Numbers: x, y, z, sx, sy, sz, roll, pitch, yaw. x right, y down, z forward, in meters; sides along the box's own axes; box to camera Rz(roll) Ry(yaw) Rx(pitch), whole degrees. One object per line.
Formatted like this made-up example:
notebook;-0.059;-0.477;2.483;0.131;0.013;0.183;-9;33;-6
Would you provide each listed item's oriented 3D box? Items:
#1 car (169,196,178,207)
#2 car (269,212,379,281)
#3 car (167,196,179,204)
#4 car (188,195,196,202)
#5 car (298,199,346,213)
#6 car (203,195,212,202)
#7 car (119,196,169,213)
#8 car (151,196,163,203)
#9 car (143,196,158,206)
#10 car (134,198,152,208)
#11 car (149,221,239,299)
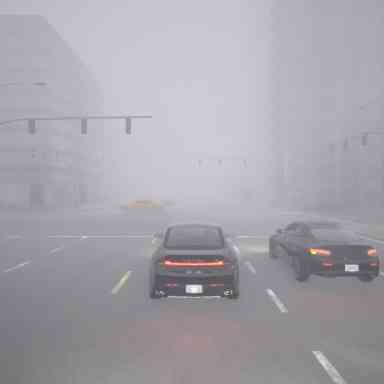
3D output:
car;-3.568;1.477;52.546;1.882;1.535;5.008;0;0;0
car;3.564;1.526;9.693;1.812;1.442;4.674;0;0;0
car;-3.545;1.547;62.808;2.033;1.411;5.357;0;0;0
car;0.001;1.364;73.944;2.128;1.511;4.902;0;0;0
car;13.944;1.505;35.909;4.892;1.490;1.837;0;0;4
car;3.501;1.363;73.944;1.812;1.442;4.674;0;0;0
car;-5.354;1.477;35.820;5.008;1.535;1.882;0;0;1
car;-7.019;1.564;67.491;1.994;1.385;4.181;0;0;1
car;-7.079;1.477;57.527;1.882;1.535;5.008;0;0;0
car;-7.086;1.601;48.423;1.895;1.301;4.718;0;0;0
car;0.058;1.505;8.437;1.837;1.490;4.892;0;0;0
